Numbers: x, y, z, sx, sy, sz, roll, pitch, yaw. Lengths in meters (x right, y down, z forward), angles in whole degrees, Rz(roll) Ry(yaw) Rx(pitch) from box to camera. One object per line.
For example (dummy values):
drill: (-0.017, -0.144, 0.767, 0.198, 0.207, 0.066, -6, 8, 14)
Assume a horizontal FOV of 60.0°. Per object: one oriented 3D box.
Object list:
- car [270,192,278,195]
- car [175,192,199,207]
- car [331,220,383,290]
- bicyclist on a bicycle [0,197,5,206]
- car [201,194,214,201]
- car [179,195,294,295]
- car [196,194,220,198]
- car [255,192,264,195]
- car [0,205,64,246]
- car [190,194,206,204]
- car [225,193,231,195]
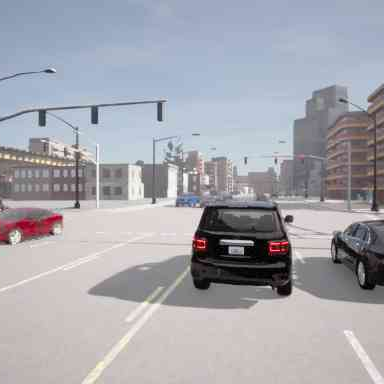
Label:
car: (20.766, 0.743, 84.461, 2.033, 1.411, 5.357, 0, 1, 11)
car: (-0.806, 1.079, 48.438, 2.150, 2.045, 5.566, 0, 1, 12)
car: (5.083, 1.505, 8.898, 1.837, 1.490, 4.892, 0, 0, 11)
bicyclist on a bicycle: (-23.885, 1.303, 41.395, 0.582, 1.620, 1.656, 0, 0, 10)
car: (3.223, 1.075, 68.183, 2.033, 1.411, 5.357, 0, 1, 12)
car: (1.522, 1.221, 9.015, 2.150, 2.045, 5.566, 0, 0, 14)
car: (2.278, 1.381, 46.035, 1.837, 1.490, 4.892, 0, 1, 11)
car: (11.424, 1.217, 55.067, 2.128, 1.511, 4.902, 0, 1, 11)
car: (-8.036, 1.477, 15.696, 1.882, 1.535, 5.008, 0, 0, 10)
car: (1.096, 1.217, 57.916, 1.837, 1.490, 4.892, 0, 1, 11)
car: (5.965, 1.091, 64.226, 1.837, 1.490, 4.892, 0, 1, 12)
